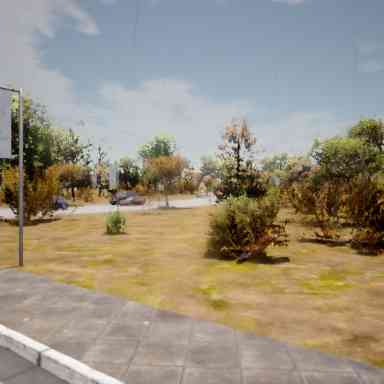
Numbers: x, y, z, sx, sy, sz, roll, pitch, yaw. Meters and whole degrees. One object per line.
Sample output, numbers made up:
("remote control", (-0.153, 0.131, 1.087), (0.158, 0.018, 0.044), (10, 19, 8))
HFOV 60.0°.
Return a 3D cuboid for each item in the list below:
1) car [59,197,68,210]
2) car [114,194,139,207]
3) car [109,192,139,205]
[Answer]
("car", (-17.464, 1.346, 40.290), (2.097, 1.767, 4.553), (0, 0, 39))
("car", (-9.057, 1.427, 50.771), (1.812, 1.442, 4.674), (0, 1, 39))
("car", (-10.815, 1.095, 54.167), (2.150, 2.045, 5.566), (0, 2, 39))
